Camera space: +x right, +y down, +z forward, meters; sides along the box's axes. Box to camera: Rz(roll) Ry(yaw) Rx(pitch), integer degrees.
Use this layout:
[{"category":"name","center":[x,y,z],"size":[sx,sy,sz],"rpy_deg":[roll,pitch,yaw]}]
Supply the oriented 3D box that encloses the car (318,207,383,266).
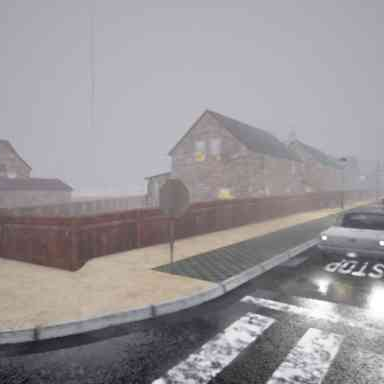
[{"category":"car","center":[5.590,1.366,10.841],"size":[1.895,1.301,4.718],"rpy_deg":[1,2,35]}]

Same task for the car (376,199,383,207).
[{"category":"car","center":[13.303,1.089,21.859],"size":[1.812,1.442,4.674],"rpy_deg":[1,2,35]}]
